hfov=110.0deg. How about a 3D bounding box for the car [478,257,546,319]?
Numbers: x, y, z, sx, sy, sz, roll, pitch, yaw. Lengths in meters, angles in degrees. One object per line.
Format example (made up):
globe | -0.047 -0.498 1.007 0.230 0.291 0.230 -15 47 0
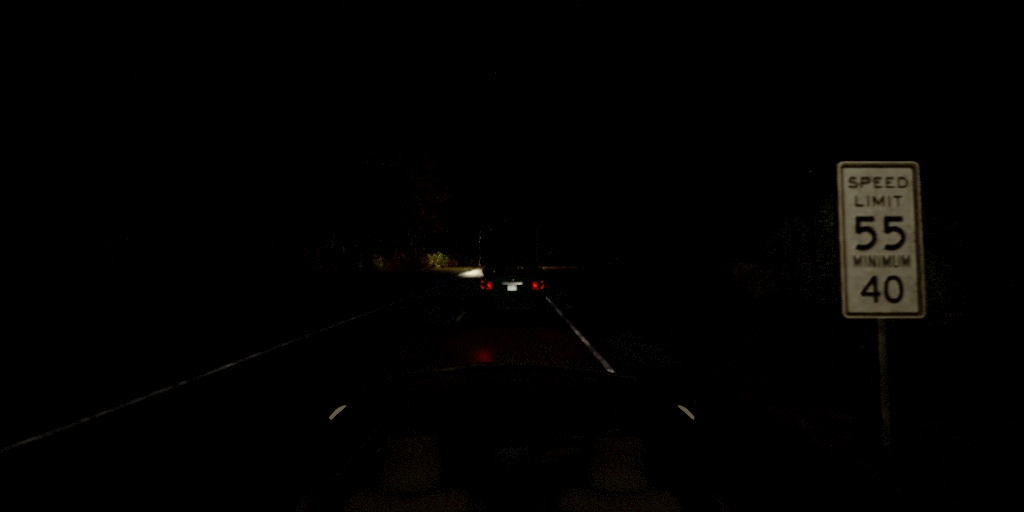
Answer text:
car | 0.027 1.052 13.296 2.150 2.045 5.566 0 0 0

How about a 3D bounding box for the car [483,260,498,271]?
car | -3.548 1.612 60.190 2.097 1.767 4.553 0 -1 1
